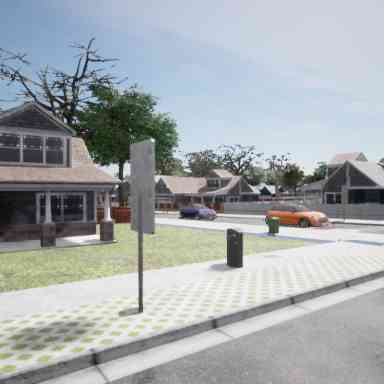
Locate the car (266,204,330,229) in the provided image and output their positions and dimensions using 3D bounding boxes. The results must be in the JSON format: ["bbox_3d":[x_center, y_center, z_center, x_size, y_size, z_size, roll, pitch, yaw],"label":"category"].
[{"bbox_3d":[7.695,1.716,24.489,2.097,1.767,4.553,0,-1,-36],"label":"car"}]

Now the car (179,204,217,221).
[{"bbox_3d":[0.582,2.029,34.270,2.097,1.767,4.553,0,-1,-35],"label":"car"}]

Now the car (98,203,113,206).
[{"bbox_3d":[-15.760,2.723,59.850,2.097,1.767,4.553,0,-1,-41],"label":"car"}]
